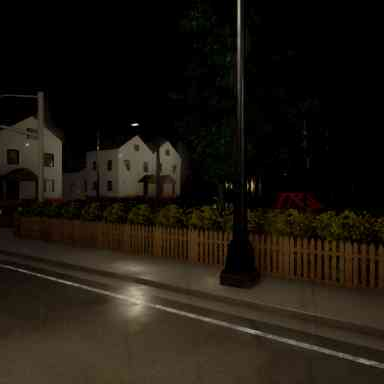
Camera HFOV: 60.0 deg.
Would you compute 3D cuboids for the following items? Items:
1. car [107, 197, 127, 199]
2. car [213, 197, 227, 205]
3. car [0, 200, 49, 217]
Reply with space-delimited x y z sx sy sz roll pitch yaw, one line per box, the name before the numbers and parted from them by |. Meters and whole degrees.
car | -9.269 1.354 39.036 2.097 1.767 4.553 0 0 35
car | 4.162 1.548 58.286 2.033 1.411 5.357 0 0 35
car | -15.053 1.492 30.683 2.128 1.511 4.902 0 0 35
